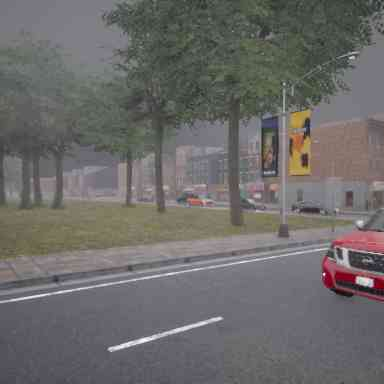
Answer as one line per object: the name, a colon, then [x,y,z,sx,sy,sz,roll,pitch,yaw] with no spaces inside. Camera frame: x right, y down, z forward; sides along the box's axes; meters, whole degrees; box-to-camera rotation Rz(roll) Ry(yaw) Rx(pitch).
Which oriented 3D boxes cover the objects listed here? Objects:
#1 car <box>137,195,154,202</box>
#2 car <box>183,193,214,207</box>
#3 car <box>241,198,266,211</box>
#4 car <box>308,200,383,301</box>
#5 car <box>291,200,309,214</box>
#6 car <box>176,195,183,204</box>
car: [-9.715,1.340,69.074,2.128,1.511,4.902,1,0,-36]
car: [1.201,1.273,48.767,2.097,1.767,4.553,1,0,-35]
car: [6.922,1.519,40.744,1.812,1.442,4.674,1,0,-36]
car: [5.292,1.243,7.478,5.566,2.045,2.150,0,0,-36]
car: [12.251,1.568,33.288,2.128,1.511,4.902,1,0,-36]
car: [-0.492,1.119,56.189,2.150,2.045,5.566,1,-1,-36]
